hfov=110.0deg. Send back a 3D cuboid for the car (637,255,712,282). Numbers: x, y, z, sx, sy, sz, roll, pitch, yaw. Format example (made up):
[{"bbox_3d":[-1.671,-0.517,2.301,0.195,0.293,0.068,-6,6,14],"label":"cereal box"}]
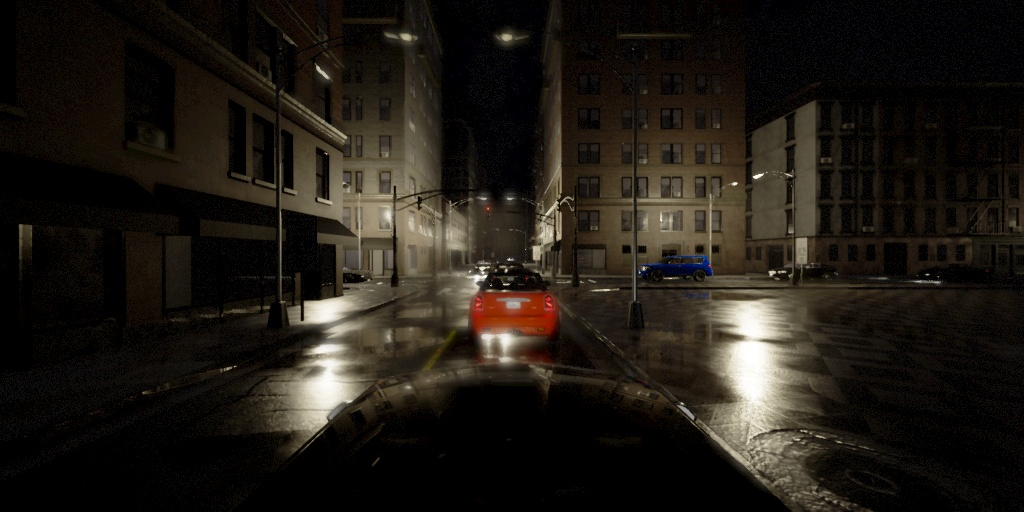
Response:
[{"bbox_3d":[12.957,0.974,28.662,5.566,2.045,2.150,0,0,-1],"label":"car"}]

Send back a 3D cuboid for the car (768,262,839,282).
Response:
[{"bbox_3d":[23.252,1.246,28.770,4.902,1.511,2.128,0,0,-1],"label":"car"}]

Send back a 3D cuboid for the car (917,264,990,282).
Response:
[{"bbox_3d":[35.447,1.319,28.879,4.181,1.385,1.994,0,0,0],"label":"car"}]

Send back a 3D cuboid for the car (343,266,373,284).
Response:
[{"bbox_3d":[-12.684,1.295,25.141,5.357,1.411,2.033,0,0,0],"label":"car"}]

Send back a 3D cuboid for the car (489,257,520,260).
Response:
[{"bbox_3d":[-0.185,1.100,18.901,2.097,1.767,4.553,0,0,-3],"label":"car"}]

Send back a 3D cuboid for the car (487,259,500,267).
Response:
[{"bbox_3d":[-3.270,1.292,65.409,2.033,1.411,5.357,0,0,1],"label":"car"}]

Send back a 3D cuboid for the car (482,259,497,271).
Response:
[{"bbox_3d":[-3.247,1.250,51.542,1.837,1.490,4.892,0,0,0],"label":"car"}]

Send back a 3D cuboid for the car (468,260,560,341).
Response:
[{"bbox_3d":[0.046,1.101,9.980,2.097,1.767,4.553,0,0,0],"label":"car"}]

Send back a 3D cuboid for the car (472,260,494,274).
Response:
[{"bbox_3d":[-3.229,1.237,41.295,2.128,1.511,4.902,0,0,0],"label":"car"}]
